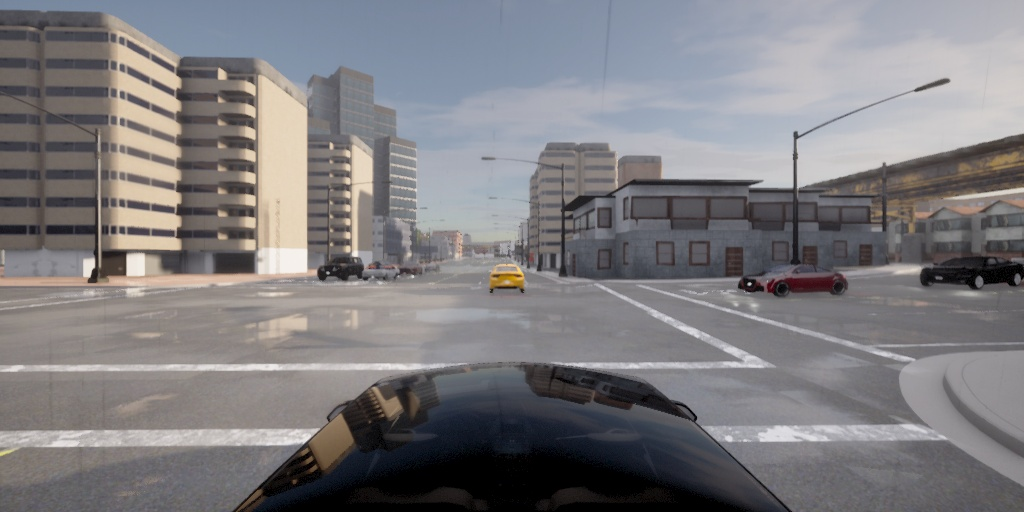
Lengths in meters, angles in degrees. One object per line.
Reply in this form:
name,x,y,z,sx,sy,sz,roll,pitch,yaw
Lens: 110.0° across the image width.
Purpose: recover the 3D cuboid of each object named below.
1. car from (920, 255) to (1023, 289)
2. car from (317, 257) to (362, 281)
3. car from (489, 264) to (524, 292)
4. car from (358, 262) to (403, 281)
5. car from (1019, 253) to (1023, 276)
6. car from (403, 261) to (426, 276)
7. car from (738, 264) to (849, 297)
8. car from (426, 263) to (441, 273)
car,22.951,0.743,17.945,5.008,1.535,1.882,-1,0,-16
car,-14.899,1.059,31.606,2.150,2.045,5.566,0,-1,-2
car,-0.336,1.246,21.341,1.882,1.535,5.008,0,0,-2
car,-11.387,1.434,31.342,1.895,1.301,4.718,0,-1,-2
car,34.578,0.516,22.996,5.357,1.411,2.033,-1,1,-32
car,-11.743,1.333,41.252,2.097,1.767,4.553,0,-1,-2
car,12.803,1.063,16.475,4.181,1.385,1.994,-1,0,-4
car,-12.186,1.803,55.089,1.812,1.442,4.674,0,-1,-2
